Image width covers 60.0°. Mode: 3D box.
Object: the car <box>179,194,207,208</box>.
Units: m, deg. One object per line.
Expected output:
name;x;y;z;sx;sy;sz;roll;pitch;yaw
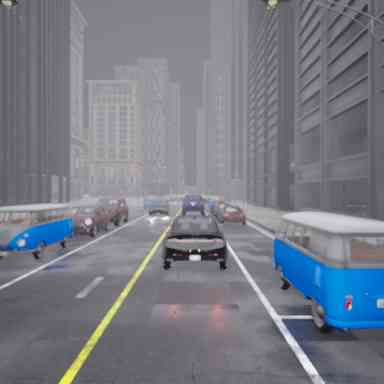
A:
car;0.120;1.257;33.607;2.150;2.045;5.566;0;0;0

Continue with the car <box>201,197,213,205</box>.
car;2.803;1.609;62.983;1.887;1.381;4.507;0;0;0

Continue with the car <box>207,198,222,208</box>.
car;2.783;1.603;34.780;1.947;1.339;4.313;0;0;0

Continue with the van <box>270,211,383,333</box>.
van;2.762;1.349;6.577;1.690;1.788;3.998;0;0;0

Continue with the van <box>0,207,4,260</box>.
van;-5.763;1.348;6.578;1.690;1.788;3.998;0;0;0

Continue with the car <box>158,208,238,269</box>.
car;0.090;1.506;11.150;2.128;1.511;4.902;0;0;0

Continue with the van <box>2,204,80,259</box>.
van;-5.759;1.355;12.219;1.690;1.788;3.998;0;0;0

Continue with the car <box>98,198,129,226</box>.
car;-5.751;1.340;23.501;2.192;1.841;5.009;0;0;0

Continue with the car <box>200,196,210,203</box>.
car;2.811;1.624;74.264;2.008;1.369;4.403;0;0;0

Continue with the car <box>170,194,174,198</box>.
car;-5.715;1.513;74.268;1.967;1.590;4.097;0;0;0

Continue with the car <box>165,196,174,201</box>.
car;-5.707;1.645;85.551;1.947;1.339;4.313;0;0;0

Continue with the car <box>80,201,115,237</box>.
car;-5.755;1.460;17.859;1.967;1.590;4.097;0;0;0

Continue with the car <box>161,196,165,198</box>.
car;-5.731;1.598;51.705;1.887;1.381;4.507;0;0;0

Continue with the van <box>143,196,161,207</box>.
van;-5.735;1.389;46.065;1.690;1.788;3.998;0;0;0

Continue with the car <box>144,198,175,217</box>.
car;-3.079;1.582;32.653;2.033;1.411;5.357;0;0;0

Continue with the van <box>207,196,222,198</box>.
van;2.786;1.384;40.421;1.690;1.788;3.998;0;0;0

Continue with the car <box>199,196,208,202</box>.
car;2.815;1.642;79.905;1.947;1.339;4.313;0;0;0

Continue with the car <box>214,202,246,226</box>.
car;2.775;1.608;23.499;1.802;1.307;4.206;0;0;0

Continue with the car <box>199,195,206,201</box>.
car;2.823;1.606;91.357;1.752;1.417;4.829;0;0;0

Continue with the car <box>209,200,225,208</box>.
car;2.779;1.613;29.139;1.802;1.307;4.206;0;0;0

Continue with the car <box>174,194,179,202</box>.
car;-2.949;1.547;74.690;1.994;1.385;4.181;0;0;0

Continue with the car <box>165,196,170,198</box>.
car;-5.723;1.630;62.987;1.947;1.339;4.313;0;0;0
